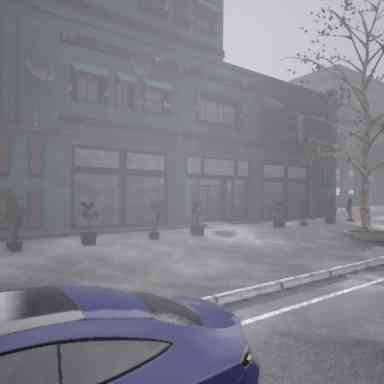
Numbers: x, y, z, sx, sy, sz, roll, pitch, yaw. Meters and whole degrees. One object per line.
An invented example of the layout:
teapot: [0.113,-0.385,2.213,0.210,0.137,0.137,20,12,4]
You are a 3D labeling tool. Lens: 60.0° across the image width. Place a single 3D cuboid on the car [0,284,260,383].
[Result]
car: [-1.532,1.524,2.285,4.674,1.442,1.812,0,0,-36]
